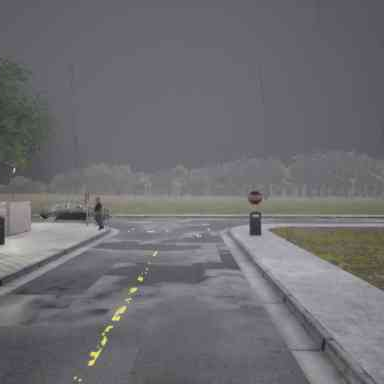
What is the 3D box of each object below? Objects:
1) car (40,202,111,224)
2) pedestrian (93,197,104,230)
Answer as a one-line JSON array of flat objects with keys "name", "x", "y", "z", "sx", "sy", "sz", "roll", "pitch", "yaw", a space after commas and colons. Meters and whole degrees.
[{"name": "car", "x": -8.432, "y": 1.480, "z": 24.198, "sx": 4.902, "sy": 1.511, "sz": 2.128, "roll": 0, "pitch": 0, "yaw": 0}, {"name": "pedestrian", "x": -5.033, "y": 1.143, "z": 17.947, "sx": 0.375, "sy": 1.860, "sz": 0.375, "roll": 0, "pitch": 0, "yaw": 0}]
